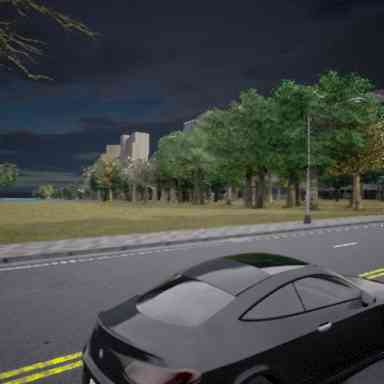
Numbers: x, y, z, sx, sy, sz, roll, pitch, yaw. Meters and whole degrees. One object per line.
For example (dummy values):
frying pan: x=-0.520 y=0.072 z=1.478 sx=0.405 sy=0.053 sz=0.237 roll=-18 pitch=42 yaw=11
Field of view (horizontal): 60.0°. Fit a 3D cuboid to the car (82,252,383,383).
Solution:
car: x=1.048 y=1.528 z=4.202 sx=4.674 sy=1.442 sz=1.812 roll=0 pitch=0 yaw=-36
